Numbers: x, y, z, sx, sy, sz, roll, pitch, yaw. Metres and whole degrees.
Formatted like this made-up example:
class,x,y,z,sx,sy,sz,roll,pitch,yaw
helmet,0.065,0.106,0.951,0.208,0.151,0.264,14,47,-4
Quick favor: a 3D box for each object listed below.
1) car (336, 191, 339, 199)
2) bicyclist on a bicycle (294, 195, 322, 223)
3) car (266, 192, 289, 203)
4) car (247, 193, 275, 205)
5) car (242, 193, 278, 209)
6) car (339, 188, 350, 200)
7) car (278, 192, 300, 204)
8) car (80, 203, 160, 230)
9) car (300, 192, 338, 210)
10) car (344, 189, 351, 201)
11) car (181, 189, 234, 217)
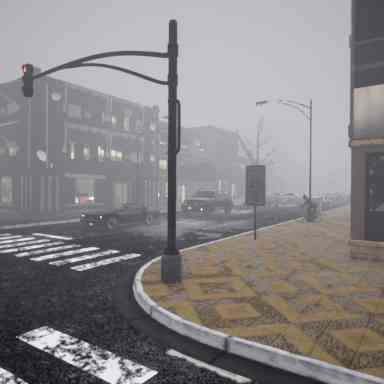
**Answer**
class,x,y,z,sx,sy,sz,roll,pitch,yaw
car,18.555,0.788,46.299,1.895,1.301,4.718,1,1,35
bicyclist on a bicycle,6.797,1.003,19.582,1.656,1.620,0.582,0,1,35
car,12.126,0.767,47.226,1.802,1.307,4.206,2,2,35
car,8.886,0.821,42.604,1.887,1.381,4.507,2,2,35
car,7.103,1.014,35.372,1.895,1.301,4.718,1,1,35
car,24.237,0.572,54.535,2.033,1.411,5.357,1,1,36
car,12.977,0.771,43.784,1.812,1.442,4.674,1,1,34
car,-4.050,1.334,19.284,1.895,1.301,4.718,1,1,35
car,12.673,0.993,33.051,2.008,1.369,4.403,2,2,35
car,25.436,0.619,51.669,1.887,1.381,4.507,2,2,35
car,1.392,0.798,27.124,2.150,2.045,5.566,1,1,35
